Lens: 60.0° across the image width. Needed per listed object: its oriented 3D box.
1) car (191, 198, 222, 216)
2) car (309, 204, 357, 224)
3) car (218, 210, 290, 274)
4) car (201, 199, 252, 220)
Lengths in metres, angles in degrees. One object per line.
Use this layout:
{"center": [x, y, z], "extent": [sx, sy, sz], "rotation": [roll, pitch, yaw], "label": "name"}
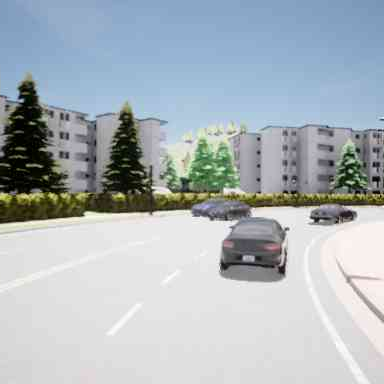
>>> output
{"center": [1.941, 1.397, 31.364], "extent": [2.097, 1.767, 4.553], "rotation": [0, 0, 43], "label": "car"}
{"center": [10.990, 1.634, 25.756], "extent": [2.033, 1.411, 5.357], "rotation": [0, 0, 44], "label": "car"}
{"center": [2.135, 1.549, 10.762], "extent": [1.812, 1.442, 4.674], "rotation": [0, 0, 17], "label": "car"}
{"center": [3.135, 1.551, 27.454], "extent": [1.837, 1.490, 4.892], "rotation": [0, 0, 40], "label": "car"}
